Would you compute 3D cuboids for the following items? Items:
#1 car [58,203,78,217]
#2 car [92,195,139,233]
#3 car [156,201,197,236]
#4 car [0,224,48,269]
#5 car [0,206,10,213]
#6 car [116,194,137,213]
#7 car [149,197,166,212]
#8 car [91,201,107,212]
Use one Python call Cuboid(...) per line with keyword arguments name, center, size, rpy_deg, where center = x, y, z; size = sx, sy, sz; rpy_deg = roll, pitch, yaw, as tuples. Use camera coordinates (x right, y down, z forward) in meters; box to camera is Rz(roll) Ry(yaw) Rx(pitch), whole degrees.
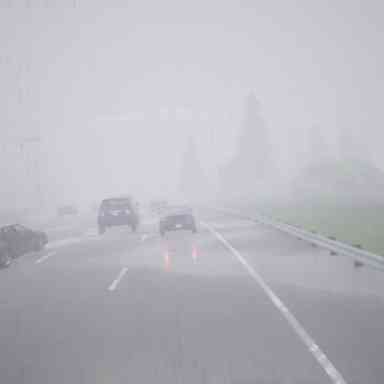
Cuboid(name="car", center=(-14.997, 2.107, 40.242), size=(1.882, 1.535, 5.008), rpy_deg=(-4, 1, -14))
Cuboid(name="car", center=(-4.585, 1.324, 21.204), size=(2.150, 2.045, 5.566), rpy_deg=(-4, 1, -6))
Cuboid(name="car", center=(-0.841, 1.404, 17.975), size=(1.812, 1.442, 4.674), rpy_deg=(-4, 1, -5))
Cuboid(name="car", center=(-7.247, 1.919, 12.496), size=(2.033, 1.411, 5.357), rpy_deg=(-4, 1, -4))
Cuboid(name="car", center=(-29.284, 2.981, 51.004), size=(1.882, 1.535, 5.008), rpy_deg=(-4, 1, -19))
Cuboid(name="car", center=(-8.342, 1.378, 42.102), size=(2.150, 2.045, 5.566), rpy_deg=(-4, 1, -14))
Cuboid(name="car", center=(-3.900, 1.365, 38.370), size=(1.882, 1.535, 5.008), rpy_deg=(-4, 1, -12))
Cuboid(name="car", center=(-13.090, 2.036, 46.796), size=(1.895, 1.301, 4.718), rpy_deg=(-4, 1, -16))
